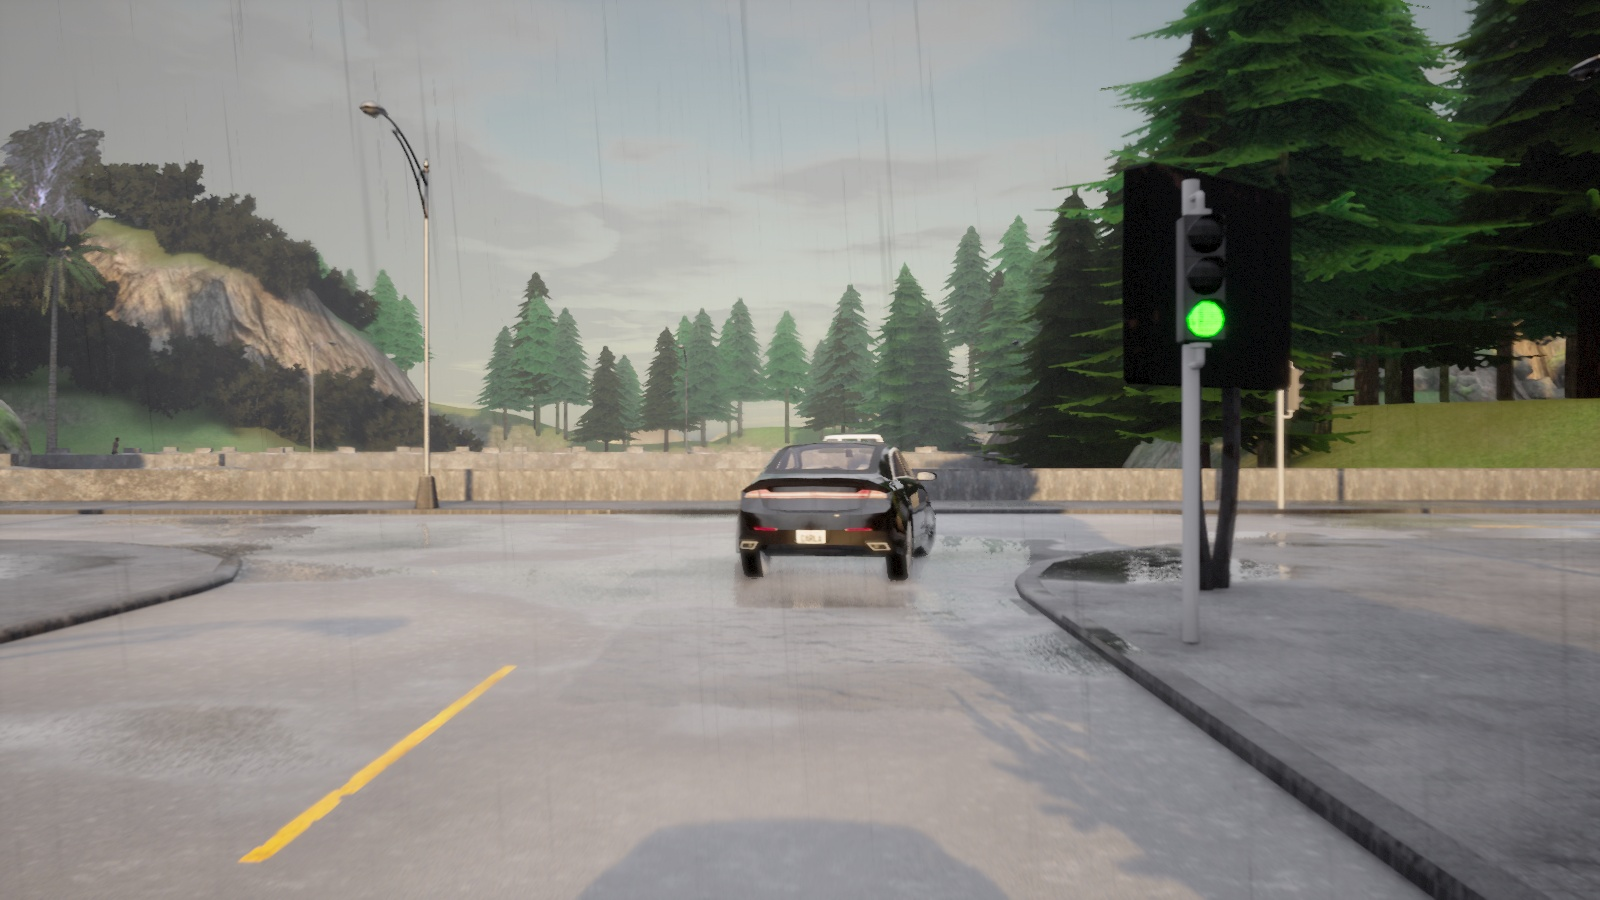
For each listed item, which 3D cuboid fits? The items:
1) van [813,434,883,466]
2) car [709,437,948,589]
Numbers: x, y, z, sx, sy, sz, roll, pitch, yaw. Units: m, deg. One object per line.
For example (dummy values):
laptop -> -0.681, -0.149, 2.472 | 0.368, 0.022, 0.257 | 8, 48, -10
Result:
van -> 3.113, 0.012, 81.617 | 4.480, 2.038, 2.069 | 0, 0, 0
car -> 0.557, 0.617, 15.085 | 2.128, 1.511, 4.902 | 0, 0, 10
